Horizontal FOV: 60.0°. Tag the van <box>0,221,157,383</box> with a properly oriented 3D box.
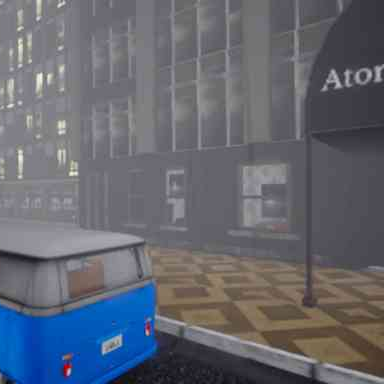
[{"bbox_3d":[-2.338,1.360,4.544,3.998,1.788,1.690,0,0,36],"label":"van"}]
